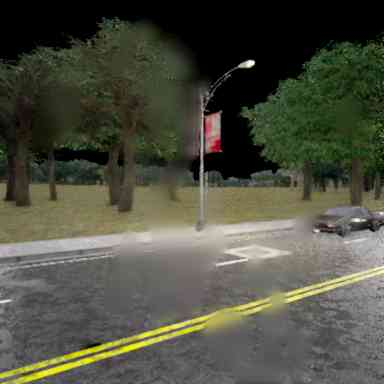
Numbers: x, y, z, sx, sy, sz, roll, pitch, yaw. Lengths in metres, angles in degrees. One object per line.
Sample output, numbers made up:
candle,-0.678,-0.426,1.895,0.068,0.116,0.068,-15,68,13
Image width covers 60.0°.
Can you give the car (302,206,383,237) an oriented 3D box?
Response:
car,8.118,1.445,17.465,5.357,1.411,2.033,-1,0,-36
